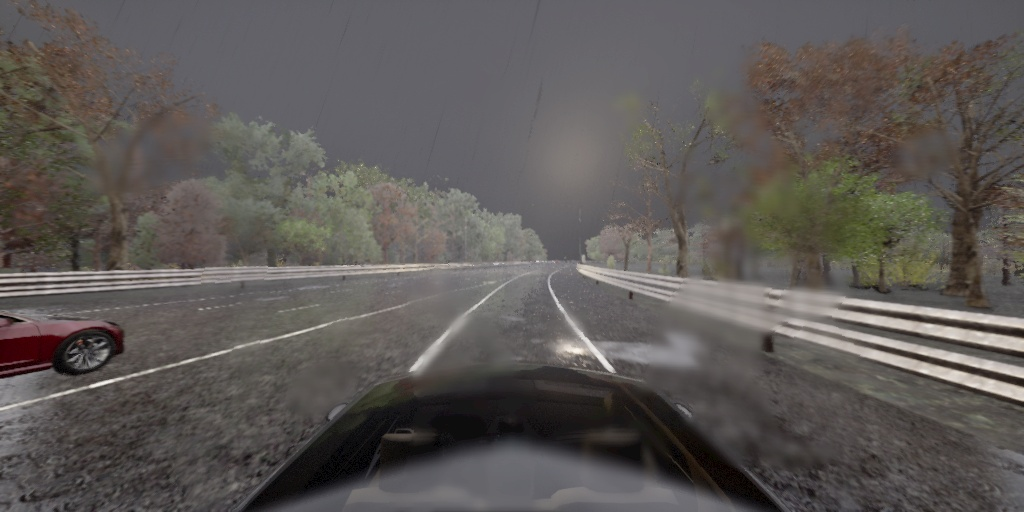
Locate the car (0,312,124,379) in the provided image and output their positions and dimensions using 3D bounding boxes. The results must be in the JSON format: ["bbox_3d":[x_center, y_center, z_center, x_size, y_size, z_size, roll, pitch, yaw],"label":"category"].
[{"bbox_3d":[-8.382,1.224,4.680,2.163,1.488,4.792,0,-1,11],"label":"car"}]
